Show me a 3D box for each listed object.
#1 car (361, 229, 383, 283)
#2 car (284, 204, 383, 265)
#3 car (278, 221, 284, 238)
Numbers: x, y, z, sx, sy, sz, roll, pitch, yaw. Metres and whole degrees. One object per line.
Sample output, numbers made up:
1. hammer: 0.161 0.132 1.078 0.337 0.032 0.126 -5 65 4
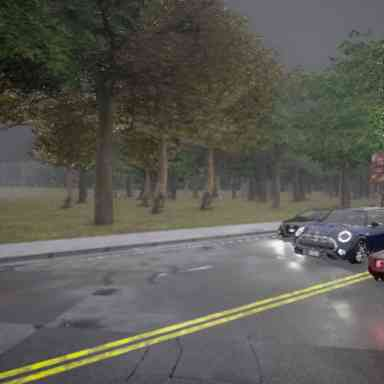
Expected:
1. car: 6.243 1.576 7.891 4.718 1.301 1.895 0 0 -35
2. car: 5.645 1.323 11.699 4.553 1.767 2.097 0 0 -35
3. car: 6.081 1.527 16.001 4.181 1.385 1.994 0 0 -35
